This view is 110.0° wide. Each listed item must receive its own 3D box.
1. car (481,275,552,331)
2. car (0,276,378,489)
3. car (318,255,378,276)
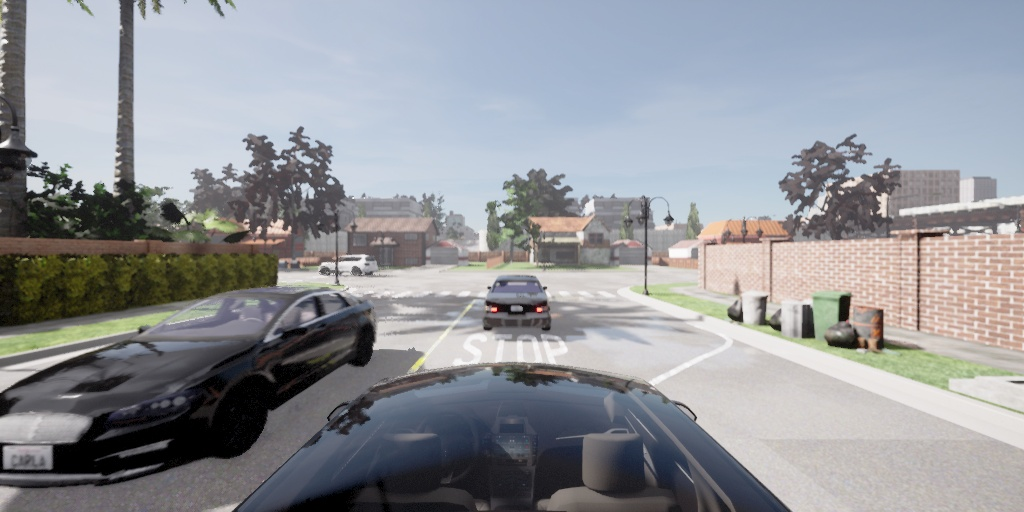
[{"bbox_3d":[0.151,1.278,10.941,2.033,1.411,5.357,0,0,1],"label":"car"},{"bbox_3d":[-3.566,1.235,5.119,2.128,1.511,4.902,0,0,1],"label":"car"},{"bbox_3d":[-15.905,0.932,34.858,5.566,2.045,2.150,0,0,10],"label":"car"}]
